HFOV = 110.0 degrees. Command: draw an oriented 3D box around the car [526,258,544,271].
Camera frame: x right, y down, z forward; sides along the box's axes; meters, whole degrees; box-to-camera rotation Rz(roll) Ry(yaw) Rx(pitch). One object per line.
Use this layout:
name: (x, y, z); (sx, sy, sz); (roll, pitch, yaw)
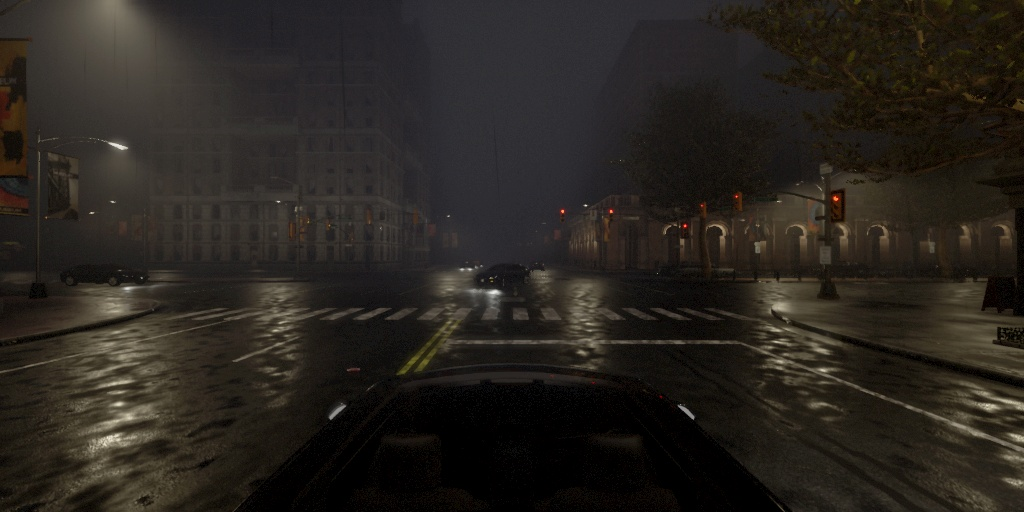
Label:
car: (3.347, 1.297, 48.845); (2.033, 1.411, 5.357); (0, 0, 0)

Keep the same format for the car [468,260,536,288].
car: (-0.539, 1.254, 24.027); (1.837, 1.490, 4.892); (-2, -1, 32)

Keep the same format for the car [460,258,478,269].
car: (-7.152, 1.314, 58.088); (1.994, 1.385, 4.181); (0, 0, 0)

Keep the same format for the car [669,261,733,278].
car: (17.173, 1.351, 32.450); (4.718, 1.301, 1.895); (0, 0, 0)

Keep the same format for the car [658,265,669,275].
car: (17.315, 1.241, 36.073); (4.902, 1.511, 2.128); (0, 0, 2)

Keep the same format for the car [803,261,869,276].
car: (32.719, 1.241, 35.886); (4.902, 1.511, 2.128); (0, 0, 0)

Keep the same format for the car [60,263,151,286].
car: (-27.649, 1.255, 24.442); (4.892, 1.490, 1.837); (0, 0, 0)

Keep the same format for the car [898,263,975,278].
car: (38.346, 1.297, 32.362); (5.357, 1.411, 2.033); (0, 0, 0)
